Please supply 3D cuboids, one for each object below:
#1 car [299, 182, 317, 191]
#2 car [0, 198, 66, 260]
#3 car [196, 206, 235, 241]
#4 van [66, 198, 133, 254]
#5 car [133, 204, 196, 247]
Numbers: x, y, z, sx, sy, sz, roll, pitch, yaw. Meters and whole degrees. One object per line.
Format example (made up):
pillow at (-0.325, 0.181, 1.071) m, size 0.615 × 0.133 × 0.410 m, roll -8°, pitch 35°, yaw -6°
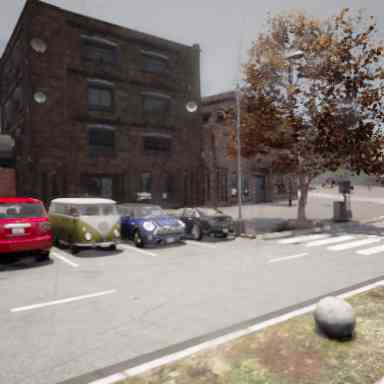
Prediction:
car at (27.480, -1.096, 77.678) m, size 2.097 × 1.535 × 5.008 m, roll 5°, pitch 6°, yaw 40°
car at (-6.596, 1.228, 11.772) m, size 2.435 × 2.045 × 5.566 m, roll 0°, pitch 0°, yaw -36°
car at (0.062, 1.444, 16.658) m, size 2.231 × 1.521 × 4.892 m, roll 0°, pitch 0°, yaw -36°
van at (-4.305, 1.242, 13.292) m, size 1.878 × 1.987 × 4.442 m, roll 0°, pitch 0°, yaw -36°
car at (-2.176, 1.331, 15.050) m, size 2.185 × 1.767 × 4.553 m, roll 0°, pitch 0°, yaw -36°
